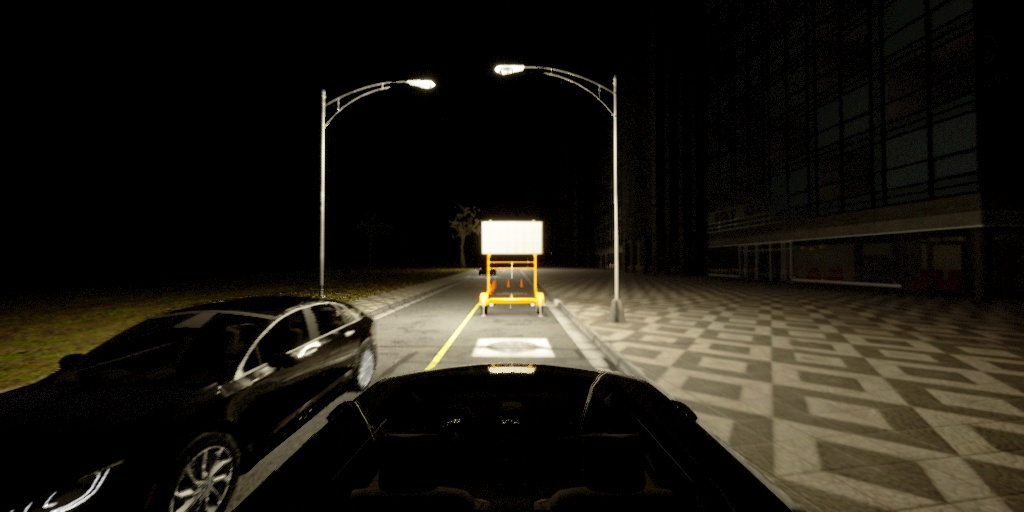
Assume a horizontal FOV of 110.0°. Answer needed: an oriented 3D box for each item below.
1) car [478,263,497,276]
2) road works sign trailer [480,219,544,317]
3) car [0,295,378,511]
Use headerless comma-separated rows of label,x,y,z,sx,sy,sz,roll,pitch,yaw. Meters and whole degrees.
car,-3.088,1.631,45.952,2.097,1.767,4.553,0,-1,0
road works sign trailer,0.000,0.359,13.956,2.380,3.560,2.880,0,0,0
car,-3.100,1.282,4.035,1.837,1.490,4.892,0,-1,0
